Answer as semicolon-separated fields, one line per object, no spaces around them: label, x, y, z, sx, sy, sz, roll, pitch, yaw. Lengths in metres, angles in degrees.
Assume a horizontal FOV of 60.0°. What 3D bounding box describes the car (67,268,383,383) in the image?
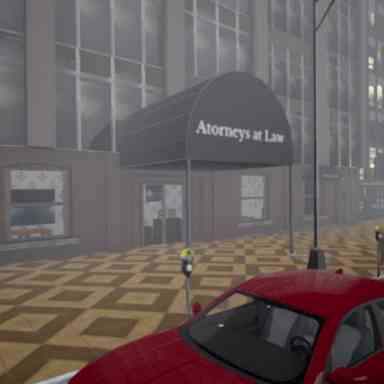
car;1.038;1.542;3.249;4.507;1.381;1.887;0;0;-36
